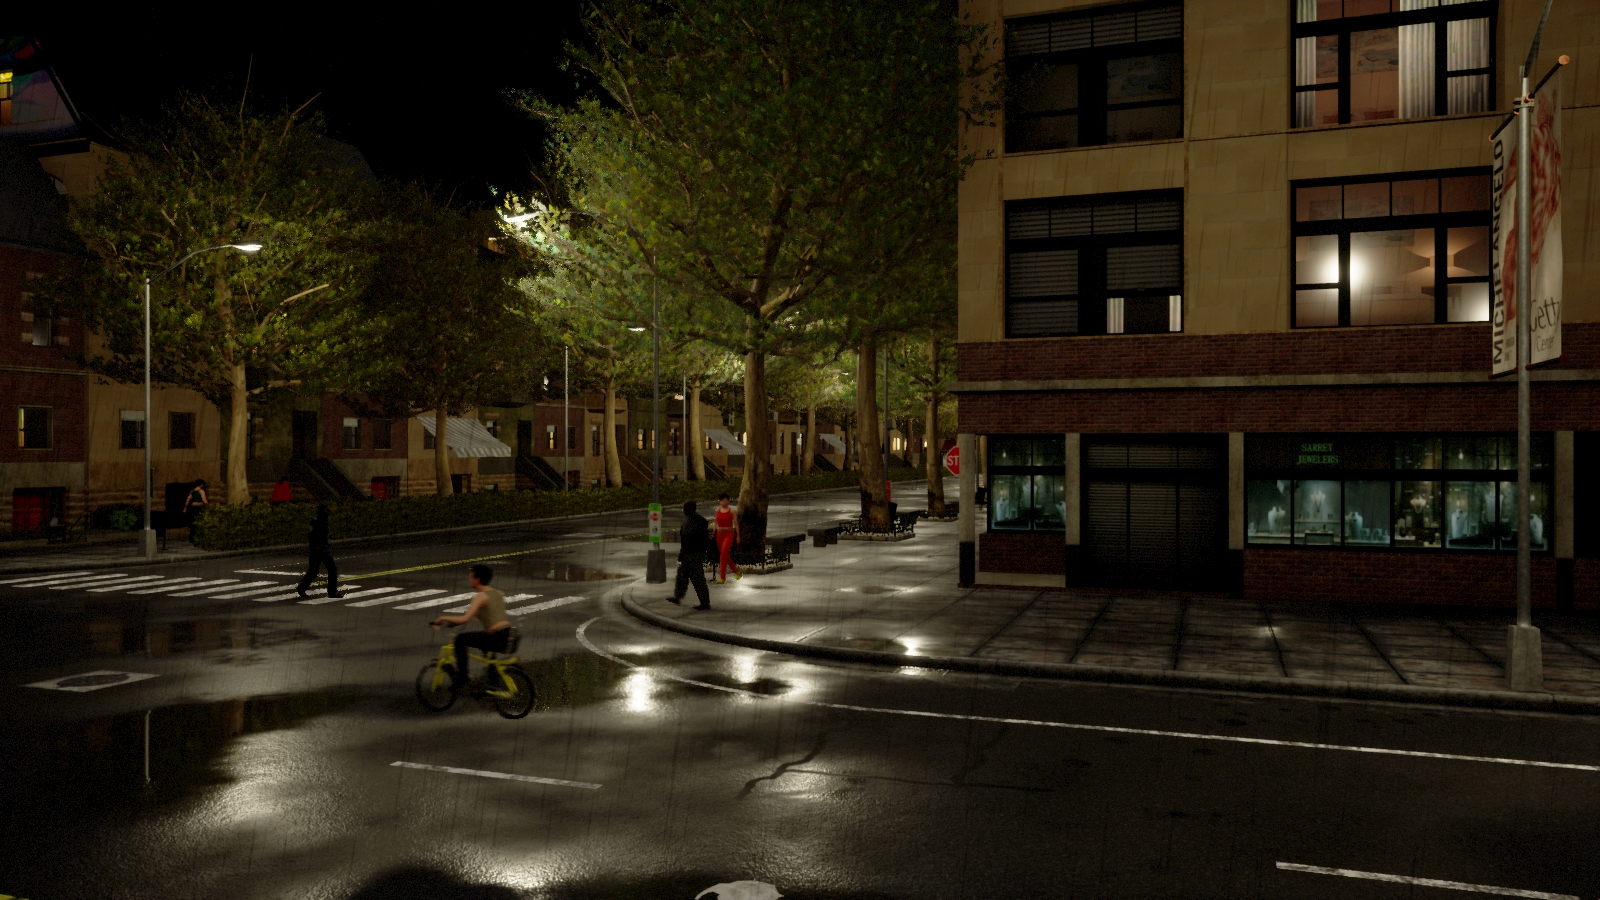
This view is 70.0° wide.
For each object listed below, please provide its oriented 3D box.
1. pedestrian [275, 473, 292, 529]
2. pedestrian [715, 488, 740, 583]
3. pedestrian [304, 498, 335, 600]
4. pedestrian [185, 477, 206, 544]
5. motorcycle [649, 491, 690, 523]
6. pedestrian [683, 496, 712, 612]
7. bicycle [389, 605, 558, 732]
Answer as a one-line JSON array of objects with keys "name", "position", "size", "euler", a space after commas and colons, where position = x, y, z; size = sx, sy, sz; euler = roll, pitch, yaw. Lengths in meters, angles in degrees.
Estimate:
[{"name": "pedestrian", "position": [-17.272, 1.696, 38.203], "size": [0.375, 1.860, 0.375], "euler": [0, 0, 15]}, {"name": "pedestrian", "position": [-1.436, 1.696, 22.749], "size": [0.375, 1.860, 0.375], "euler": [0, 0, 23]}, {"name": "pedestrian", "position": [-9.025, 1.849, 21.463], "size": [0.375, 1.860, 0.375], "euler": [0, 0, 18]}, {"name": "pedestrian", "position": [-17.015, 1.696, 32.169], "size": [0.375, 1.860, 0.375], "euler": [0, 0, 17]}, {"name": "motorcycle", "position": [-5.119, 2.213, 44.892], "size": [0.803, 1.145, 2.033], "euler": [0, 0, 20]}, {"name": "pedestrian", "position": [-1.674, 1.697, 18.699], "size": [0.375, 1.860, 0.375], "euler": [0, 0, 14]}, {"name": "bicycle", "position": [-3.414, 2.256, 11.982], "size": [1.487, 1.080, 0.859], "euler": [0, 0, 21]}]
